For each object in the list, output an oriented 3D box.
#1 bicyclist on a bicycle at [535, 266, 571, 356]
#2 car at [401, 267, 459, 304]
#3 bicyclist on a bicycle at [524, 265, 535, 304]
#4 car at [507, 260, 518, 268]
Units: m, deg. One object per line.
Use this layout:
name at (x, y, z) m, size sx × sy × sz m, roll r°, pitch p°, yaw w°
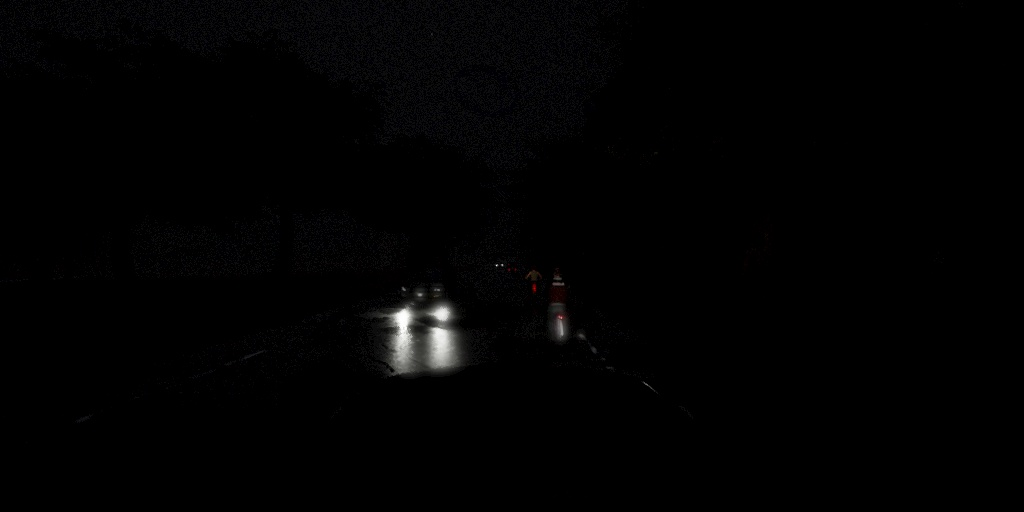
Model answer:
bicyclist on a bicycle at (0.961, 1.131, 7.801) m, size 0.659 × 1.776 × 1.843 m, roll 0°, pitch 0°, yaw 0°
car at (-3.604, 1.283, 16.470) m, size 1.837 × 1.490 × 4.892 m, roll 0°, pitch 0°, yaw 0°
bicyclist on a bicycle at (0.948, 1.213, 15.618) m, size 0.866 × 1.612 × 1.509 m, roll 0°, pitch 0°, yaw 0°
car at (0.083, 1.555, 65.274) m, size 1.895 × 1.301 × 4.718 m, roll 0°, pitch 0°, yaw 0°
